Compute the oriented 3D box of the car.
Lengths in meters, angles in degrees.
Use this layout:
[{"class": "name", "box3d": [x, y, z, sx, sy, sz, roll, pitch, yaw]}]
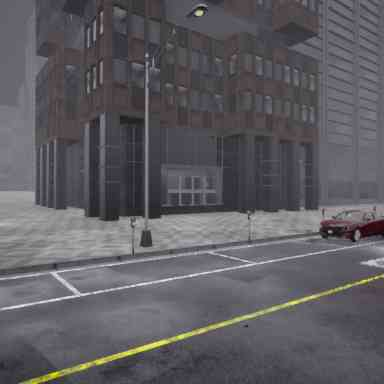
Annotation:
[{"class": "car", "box3d": [8.040, 1.546, 16.247, 4.507, 1.381, 1.887, 0, 0, -35]}]
